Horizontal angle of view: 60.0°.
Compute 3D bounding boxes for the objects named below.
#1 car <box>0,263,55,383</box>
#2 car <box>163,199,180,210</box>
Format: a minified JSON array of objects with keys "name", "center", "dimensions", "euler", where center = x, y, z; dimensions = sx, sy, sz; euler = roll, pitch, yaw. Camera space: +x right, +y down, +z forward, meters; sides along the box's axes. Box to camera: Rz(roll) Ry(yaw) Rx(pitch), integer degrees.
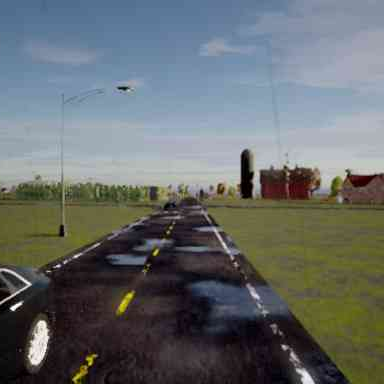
[{"name":"car","center":[-2.846,1.514,2.837],"dimensions":[1.837,1.490,4.892],"euler":[0,0,0]},{"name":"car","center":[-2.702,1.639,44.868],"dimensions":[1.994,1.385,4.181],"euler":[0,0,0]}]
